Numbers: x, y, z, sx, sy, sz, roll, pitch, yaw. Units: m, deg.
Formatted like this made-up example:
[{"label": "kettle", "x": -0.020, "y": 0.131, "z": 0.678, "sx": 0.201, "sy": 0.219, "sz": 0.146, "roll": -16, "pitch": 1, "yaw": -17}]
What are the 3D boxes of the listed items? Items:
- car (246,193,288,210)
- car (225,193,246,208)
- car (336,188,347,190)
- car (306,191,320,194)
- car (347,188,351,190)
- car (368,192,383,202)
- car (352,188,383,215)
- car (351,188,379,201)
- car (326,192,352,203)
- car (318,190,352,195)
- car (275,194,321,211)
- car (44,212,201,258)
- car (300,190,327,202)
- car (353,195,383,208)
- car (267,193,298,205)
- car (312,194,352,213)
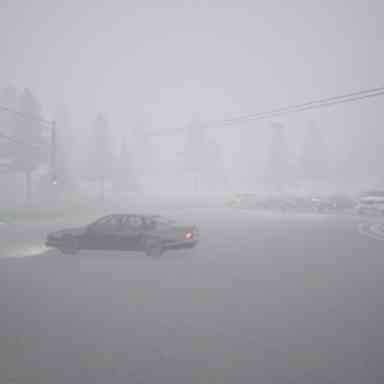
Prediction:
[{"label": "car", "x": 8.058, "y": 1.048, "z": 35.184, "sx": 1.812, "sy": 1.442, "sz": 4.674, "roll": 0, "pitch": 1, "yaw": 45}, {"label": "car", "x": 5.800, "y": 0.862, "z": 37.877, "sx": 2.097, "sy": 1.767, "sz": 4.553, "roll": 0, "pitch": 1, "yaw": 45}, {"label": "car", "x": 26.110, "y": 0.329, "z": 57.994, "sx": 5.566, "sy": 2.045, "sz": 2.150, "roll": -1, "pitch": 1, "yaw": -44}, {"label": "car", "x": 14.825, "y": 0.934, "z": 41.976, "sx": 2.033, "sy": 1.411, "sz": 5.357, "roll": 0, "pitch": 1, "yaw": 45}, {"label": "car", "x": 23.583, "y": 0.622, "z": 45.770, "sx": 4.553, "sy": 1.767, "sz": 2.097, "roll": -1, "pitch": 1, "yaw": -45}, {"label": "car", "x": 29.193, "y": 0.705, "z": 51.391, "sx": 5.357, "sy": 1.411, "sz": 2.033, "roll": -1, "pitch": 1, "yaw": -44}, {"label": "car", "x": 15.862, "y": 0.759, "z": 28.143, "sx": 2.150, "sy": 2.045, "sz": 5.566, "roll": 0, "pitch": 1, "yaw": 45}, {"label": "car", "x": 29.128, "y": 0.324, "z": 55.964, "sx": 5.566, "sy": 2.045, "sz": 2.150, "roll": -2, "pitch": 1, "yaw": -41}, {"label": "car", "x": 21.518, "y": 0.780, "z": 48.640, "sx": 4.674, "sy": 1.442, "sz": 1.812, "roll": -1, "pitch": 1, "yaw": -45}, {"label": "car", "x": 17.094, "y": 0.903, "z": 39.293, "sx": 1.837, "sy": 1.490, "sz": 4.892, "roll": 0, "pitch": 1, "yaw": 45}, {"label": "car", "x": 10.513, "y": 1.131, "z": 32.693, "sx": 1.895, "sy": 1.301, "sz": 4.718, "roll": 0, "pitch": 1, "yaw": 45}, {"label": "car", "x": -2.385, "y": 1.426, "z": 11.818, "sx": 5.357, "sy": 1.411, "sz": 2.033, "roll": 0, "pitch": 1, "yaw": 11}, {"label": "car", "x": 18.605, "y": 0.607, "z": 50.664, "sx": 4.553, "sy": 1.767, "sz": 2.097, "roll": -1, "pitch": 1, "yaw": -45}, {"label": "car", "x": 19.690, "y": 1.005, "z": 36.942, "sx": 1.895, "sy": 1.301, "sz": 4.718, "roll": 0, "pitch": 1, "yaw": 45}, {"label": "car", "x": 12.021, "y": 0.911, "z": 44.111, "sx": 1.812, "sy": 1.442, "sz": 4.674, "roll": 0, "pitch": 1, "yaw": 45}, {"label": "car", "x": 13.221, "y": 1.134, "z": 30.454, "sx": 1.895, "sy": 1.301, "sz": 4.718, "roll": 0, "pitch": 1, "yaw": 45}]
